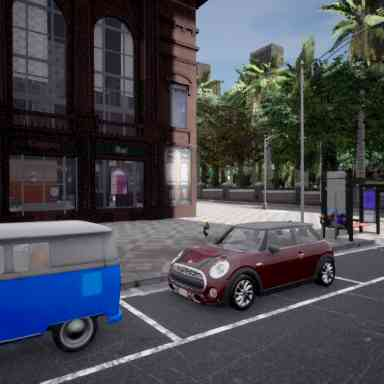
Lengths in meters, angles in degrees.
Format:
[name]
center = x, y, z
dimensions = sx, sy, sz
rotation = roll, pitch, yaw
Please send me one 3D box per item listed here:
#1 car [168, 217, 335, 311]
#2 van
[car]
center = 1.445, 1.439, 7.689
dimensions = 4.097, 1.590, 1.967
rotation = 0, 0, -36
[van]
center = -2.970, 1.341, 4.536
dimensions = 3.998, 1.788, 1.690
rotation = 0, 0, -36
